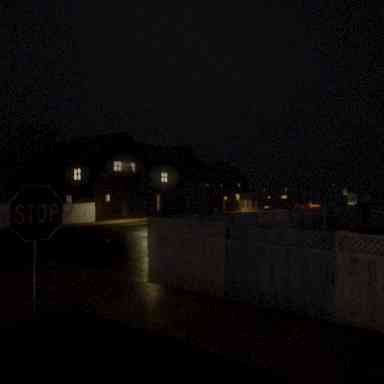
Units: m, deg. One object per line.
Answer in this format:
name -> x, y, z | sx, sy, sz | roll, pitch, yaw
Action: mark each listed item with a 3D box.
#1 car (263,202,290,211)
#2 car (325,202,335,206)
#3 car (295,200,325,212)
car -> 10.045, 1.906, 39.349 | 1.837, 1.490, 4.892 | 0, -1, 35
car -> 19.989, 2.174, 48.633 | 1.895, 1.301, 4.718 | 0, -1, 35
car -> 14.043, 1.793, 40.058 | 2.097, 1.767, 4.553 | 0, -1, 36
